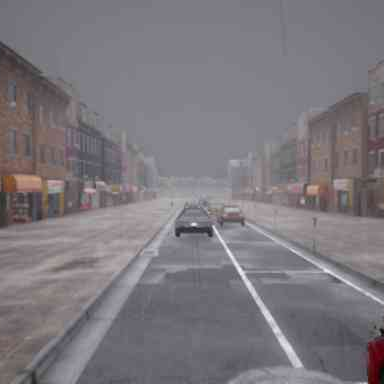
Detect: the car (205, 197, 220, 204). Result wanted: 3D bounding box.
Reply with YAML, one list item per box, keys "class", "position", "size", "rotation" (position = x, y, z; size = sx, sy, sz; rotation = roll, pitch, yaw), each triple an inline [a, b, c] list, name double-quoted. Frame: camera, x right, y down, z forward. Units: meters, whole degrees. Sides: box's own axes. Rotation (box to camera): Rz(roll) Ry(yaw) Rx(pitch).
- class: "car"
  position: [2.628, 1.544, 34.382]
  size: [1.752, 1.417, 4.829]
  rotation: [-1, 0, 0]

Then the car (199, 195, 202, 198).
- class: "car"
  position: [2.633, 1.600, 56.342]
  size: [1.947, 1.339, 4.313]
  rotation: [-1, 0, 0]

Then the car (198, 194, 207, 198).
- class: "car"
  position: [2.634, 1.620, 61.875]
  size: [1.802, 1.307, 4.206]
  rotation: [-1, 0, 0]

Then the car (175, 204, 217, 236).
- class: "car"
  position: [0.104, 1.573, 18.576]
  size: [1.994, 1.385, 4.181]
  rotation: [0, 0, 0]

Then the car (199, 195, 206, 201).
- class: "car"
  position: [2.637, 1.582, 84.175]
  size: [1.752, 1.417, 4.829]
  rotation: [-1, 0, 0]

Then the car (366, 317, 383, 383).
- class: "car"
  position: [2.617, 1.316, 1.018]
  size: [2.192, 1.841, 5.009]
  rotation: [-1, 0, 0]

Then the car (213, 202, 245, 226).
- class: "car"
  position: [2.627, 1.594, 23.148]
  size: [1.802, 1.307, 4.206]
  rotation: [-1, 0, 0]

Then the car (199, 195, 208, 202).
- class: "car"
  position: [2.634, 1.492, 78.472]
  size: [1.967, 1.590, 4.097]
  rotation: [-1, 0, 0]

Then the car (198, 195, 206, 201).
- class: "car"
  position: [2.639, 1.627, 89.537]
  size: [1.947, 1.339, 4.313]
  rotation: [-1, 0, 0]

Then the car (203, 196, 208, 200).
- class: "car"
  position: [2.630, 1.573, 39.745]
  size: [2.008, 1.369, 4.403]
  rotation: [-1, 0, 0]

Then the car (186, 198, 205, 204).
- class: "car"
  position: [0.107, 1.620, 36.289]
  size: [1.895, 1.301, 4.718]
  rotation: [0, 0, 0]

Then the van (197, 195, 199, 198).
- class: "van"
  position: [2.631, 1.388, 72.940]
  size: [1.690, 1.788, 3.998]
  rotation: [-1, 0, 0]

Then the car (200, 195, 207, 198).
- class: "car"
  position: [2.632, 1.596, 50.810]
  size: [1.947, 1.339, 4.313]
  rotation: [-1, 0, 0]
